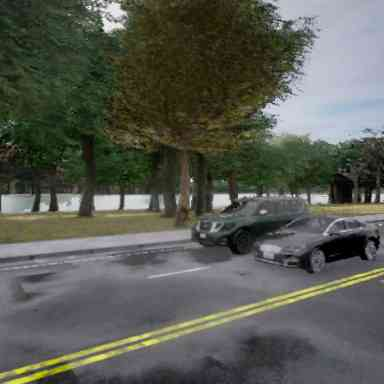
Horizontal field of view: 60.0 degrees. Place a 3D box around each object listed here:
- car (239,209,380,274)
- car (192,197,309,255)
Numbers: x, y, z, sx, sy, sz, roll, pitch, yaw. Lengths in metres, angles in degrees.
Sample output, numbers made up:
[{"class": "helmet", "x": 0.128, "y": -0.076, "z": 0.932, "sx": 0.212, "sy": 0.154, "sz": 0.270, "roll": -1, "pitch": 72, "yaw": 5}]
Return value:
[{"class": "car", "x": 4.107, "y": 1.493, "z": 10.623, "sx": 4.902, "sy": 1.511, "sz": 2.128, "roll": 0, "pitch": 0, "yaw": -36}, {"class": "car", "x": 2.643, "y": 1.223, "z": 13.571, "sx": 5.566, "sy": 2.045, "sz": 2.150, "roll": 0, "pitch": 0, "yaw": -36}]
